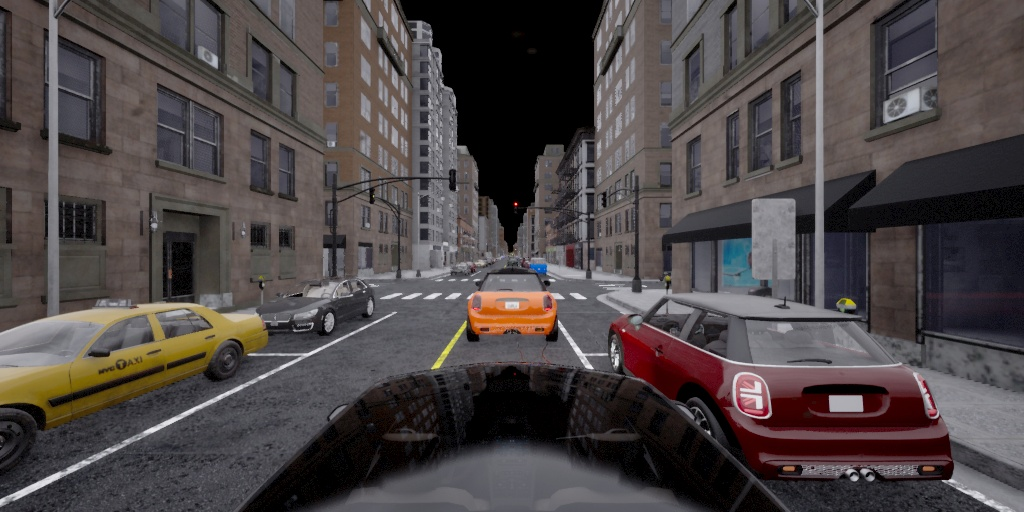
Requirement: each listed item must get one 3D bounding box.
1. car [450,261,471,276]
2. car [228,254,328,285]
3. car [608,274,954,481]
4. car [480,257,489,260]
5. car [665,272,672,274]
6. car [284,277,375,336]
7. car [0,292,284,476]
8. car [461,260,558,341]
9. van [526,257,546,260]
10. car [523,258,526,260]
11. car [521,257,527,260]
[{"bbox_3d":[-5.333,1.299,37.376,2.007,1.370,4.403,0,0,0],"label":"car"},{"bbox_3d":[-16.305,0.879,25.200,5.566,2.045,2.150,0,0,0],"label":"car"},{"bbox_3d":[2.642,1.190,4.773,1.967,1.591,4.097,0,0,0],"label":"car"},{"bbox_3d":[-5.299,1.268,59.934,1.751,1.417,4.829,0,0,0],"label":"car"},{"bbox_3d":[13.304,1.385,25.180,5.357,1.411,2.033,0,0,-1],"label":"car"},{"bbox_3d":[-5.375,1.300,10.295,2.007,1.370,4.403,0,0,0],"label":"car"},{"bbox_3d":[-5.383,1.275,4.606,1.751,1.417,4.829,0,0,0],"label":"car"},{"bbox_3d":[0.023,1.102,9.993,2.097,1.767,4.553,0,0,0],"label":"car"},{"bbox_3d":[2.692,1.089,37.373,1.690,1.789,3.998,0,0,0],"label":"van"},{"bbox_3d":[2.709,1.329,48.735,1.802,1.307,4.207,0,0,0],"label":"car"},{"bbox_3d":[2.726,1.325,60.098,1.802,1.307,4.207,0,0,0],"label":"car"}]
